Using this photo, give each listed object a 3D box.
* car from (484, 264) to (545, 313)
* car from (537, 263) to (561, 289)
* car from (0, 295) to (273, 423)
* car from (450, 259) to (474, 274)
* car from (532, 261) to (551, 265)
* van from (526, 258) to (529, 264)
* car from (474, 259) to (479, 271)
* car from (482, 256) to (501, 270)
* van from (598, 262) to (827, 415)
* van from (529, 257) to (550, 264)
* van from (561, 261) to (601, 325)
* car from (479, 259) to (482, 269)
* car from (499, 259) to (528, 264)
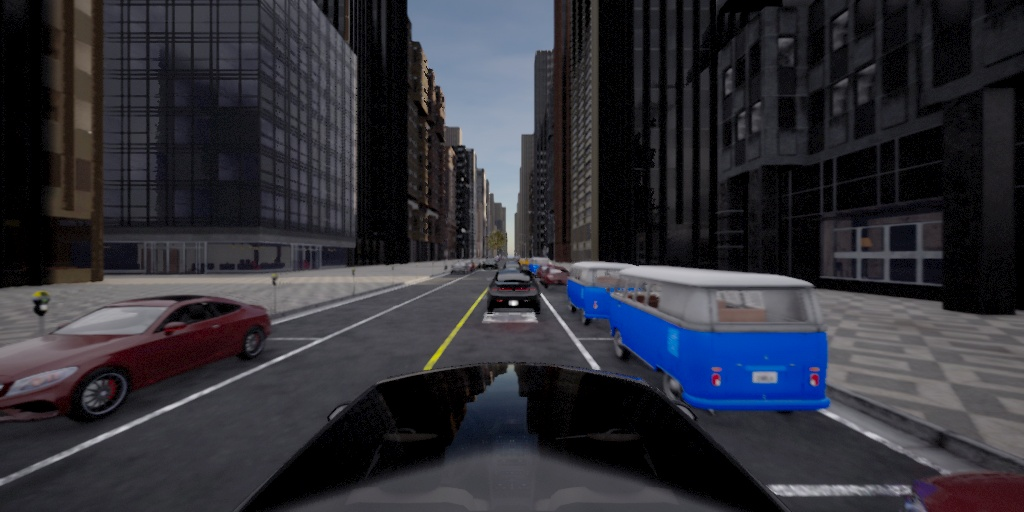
[{"bbox_3d":[0.070,1.241,13.771,1.837,1.490,4.892,0,0,0],"label":"car"},{"bbox_3d":[2.765,1.311,22.799,1.802,1.307,4.207,0,0,0],"label":"car"},{"bbox_3d":[-5.762,1.327,5.768,1.802,1.307,4.207,0,0,0],"label":"car"},{"bbox_3d":[-5.757,1.268,39.831,2.007,1.370,4.403,0,0,0],"label":"car"},{"bbox_3d":[2.766,1.307,28.477,1.802,1.307,4.207,0,0,0],"label":"car"},{"bbox_3d":[2.768,1.058,39.833,1.690,1.789,3.998,0,0,0],"label":"van"},{"bbox_3d":[-5.756,1.153,45.508,1.967,1.591,4.097,0,0,0],"label":"car"},{"bbox_3d":[-3.070,1.062,51.400,2.097,1.767,4.553,0,0,0],"label":"car"},{"bbox_3d":[2.763,1.085,5.768,1.690,1.789,3.998,0,0,0],"label":"van"},{"bbox_3d":[2.767,1.062,34.155,1.690,1.789,3.998,0,0,0],"label":"van"},{"bbox_3d":[2.764,1.079,11.445,1.690,1.789,3.998,0,0,0],"label":"van"},{"bbox_3d":[-5.755,1.235,51.016,1.751,1.417,4.829,0,0,0],"label":"car"},{"bbox_3d":[0.073,1.231,29.144,1.837,1.490,4.892,0,1,0],"label":"car"}]
